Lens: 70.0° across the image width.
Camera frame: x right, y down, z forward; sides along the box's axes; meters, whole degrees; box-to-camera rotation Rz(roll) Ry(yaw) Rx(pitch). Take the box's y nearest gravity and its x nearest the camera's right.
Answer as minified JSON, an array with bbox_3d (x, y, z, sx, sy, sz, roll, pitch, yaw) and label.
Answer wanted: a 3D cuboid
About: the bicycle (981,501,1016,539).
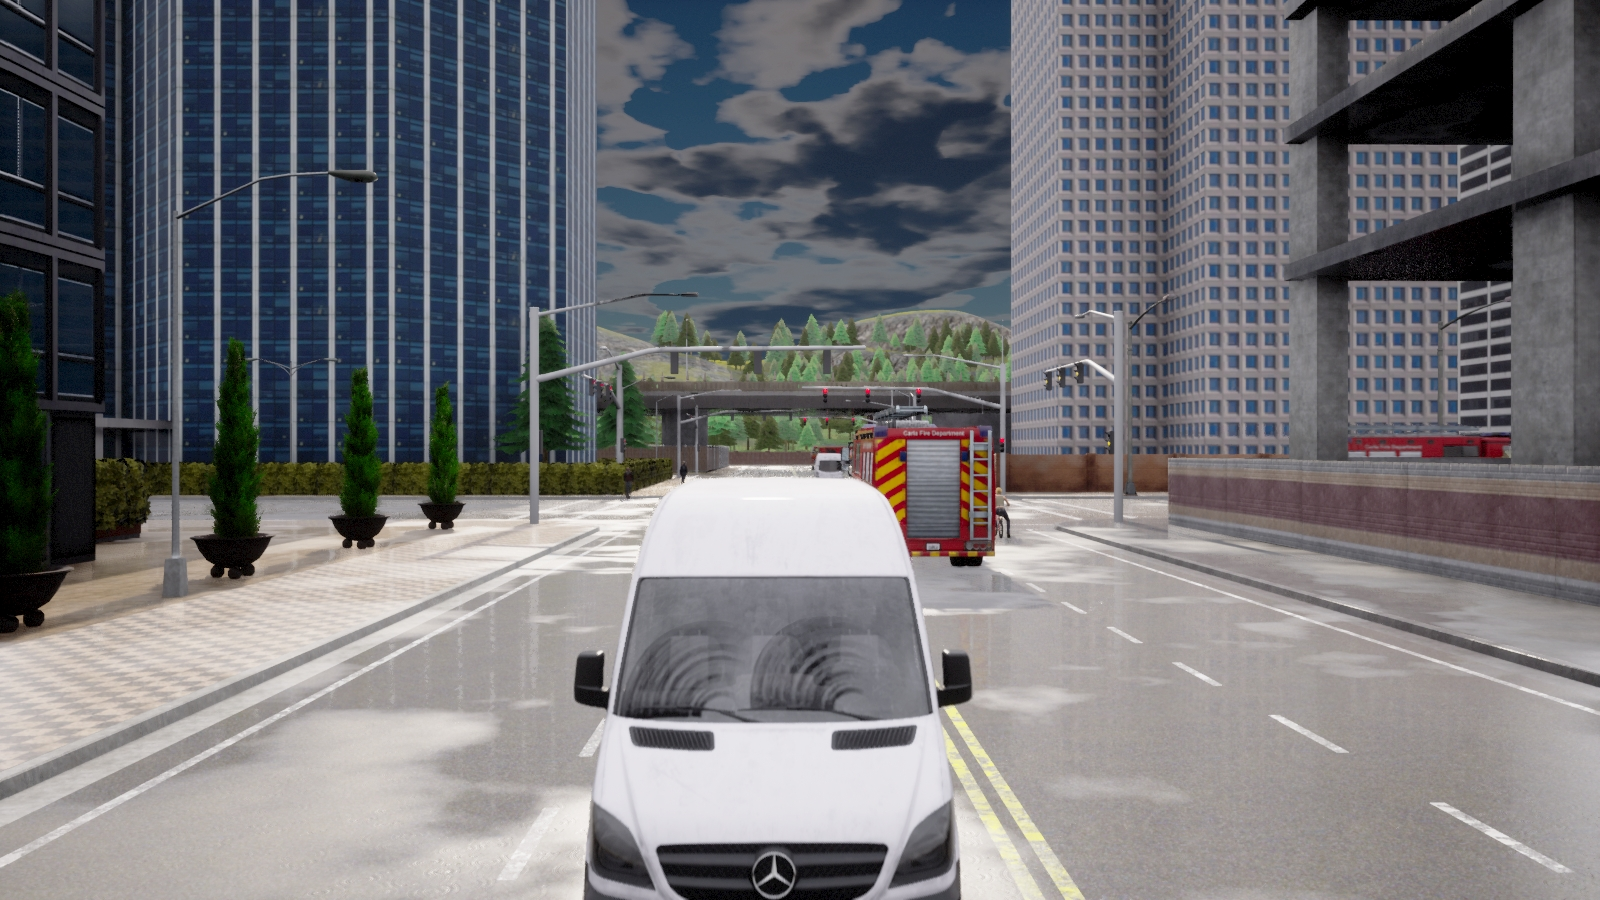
[{"bbox_3d":[6.346,2.233,36.588,0.859,1.126,1.487,0,0,-1],"label":"bicycle"}]

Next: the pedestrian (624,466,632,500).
[{"bbox_3d":[-9.647,1.849,64.080,0.375,1.860,0.375,0,0,5],"label":"pedestrian"}]

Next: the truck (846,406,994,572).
[{"bbox_3d":[2.932,0.891,30.480,2.891,3.827,8.468,0,0,-1],"label":"truck"}]

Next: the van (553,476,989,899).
[{"bbox_3d":[-0.181,1.534,8.172,1.988,2.561,5.915,0,0,-1],"label":"van"}]
